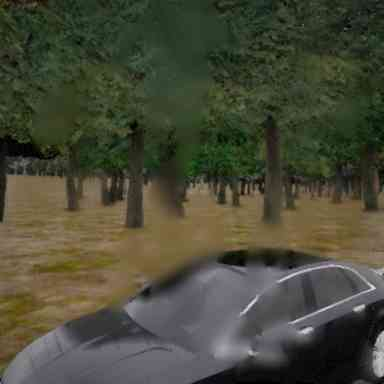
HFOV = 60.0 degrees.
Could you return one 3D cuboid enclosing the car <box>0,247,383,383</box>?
[{"bbox_3d":[0.576,1.496,3.793,4.892,1.490,1.837,0,0,-36],"label":"car"}]
